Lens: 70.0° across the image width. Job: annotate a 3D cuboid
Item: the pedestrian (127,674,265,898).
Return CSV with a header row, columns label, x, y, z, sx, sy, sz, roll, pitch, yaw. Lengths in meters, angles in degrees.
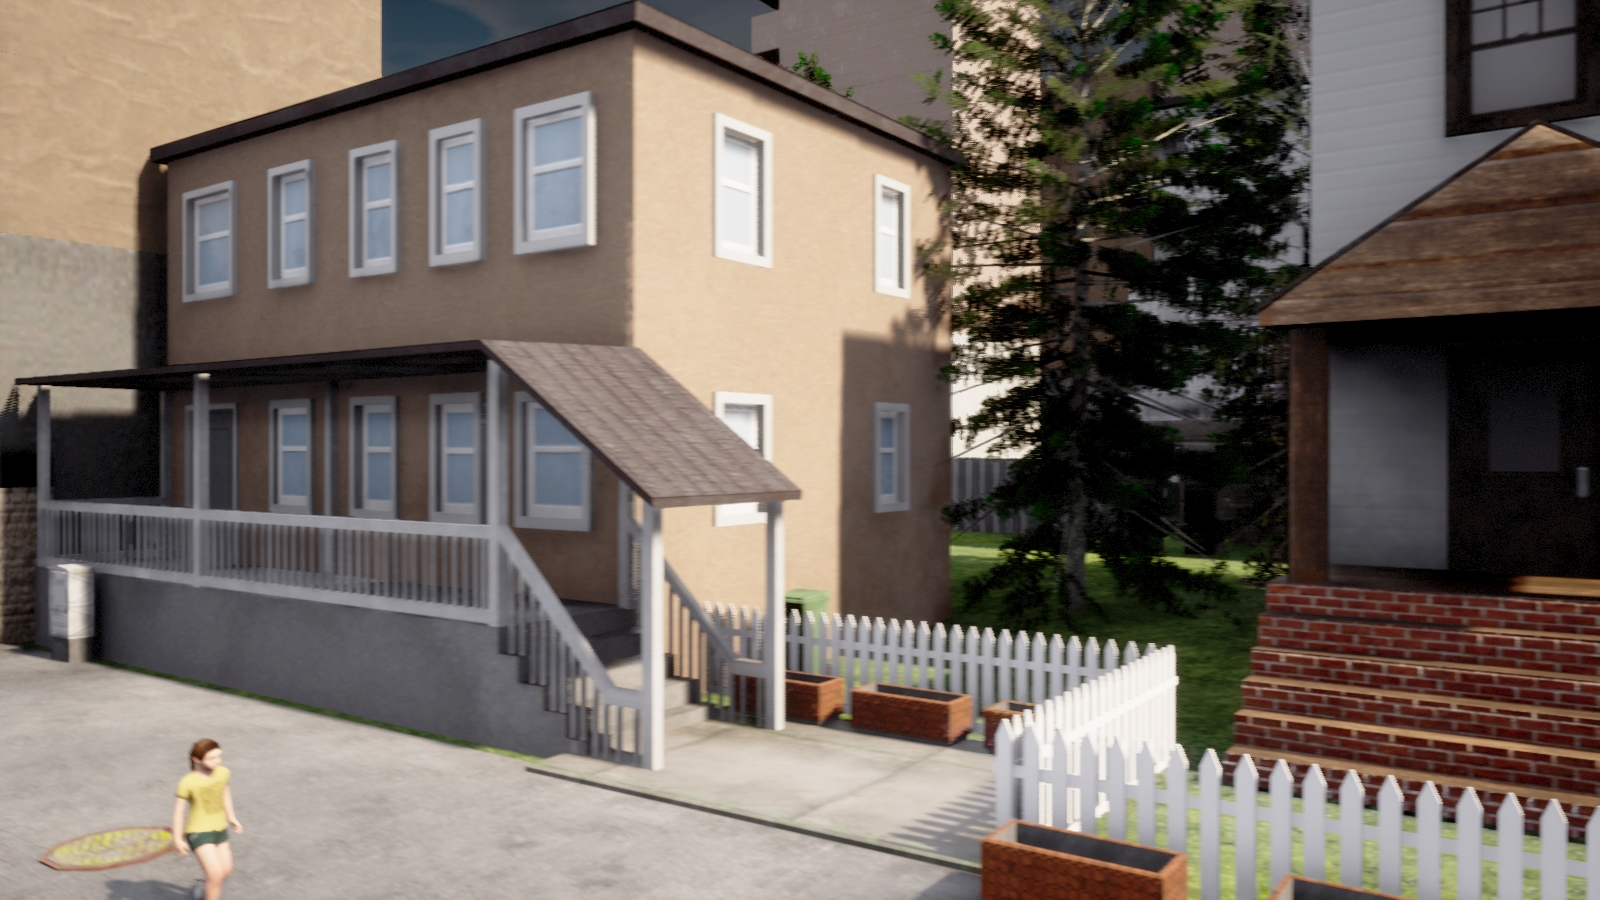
label,x,y,z,sx,sy,sz,roll,pitch,yaw
pedestrian,-3.477,1.905,6.594,0.500,1.100,0.500,0,0,24
